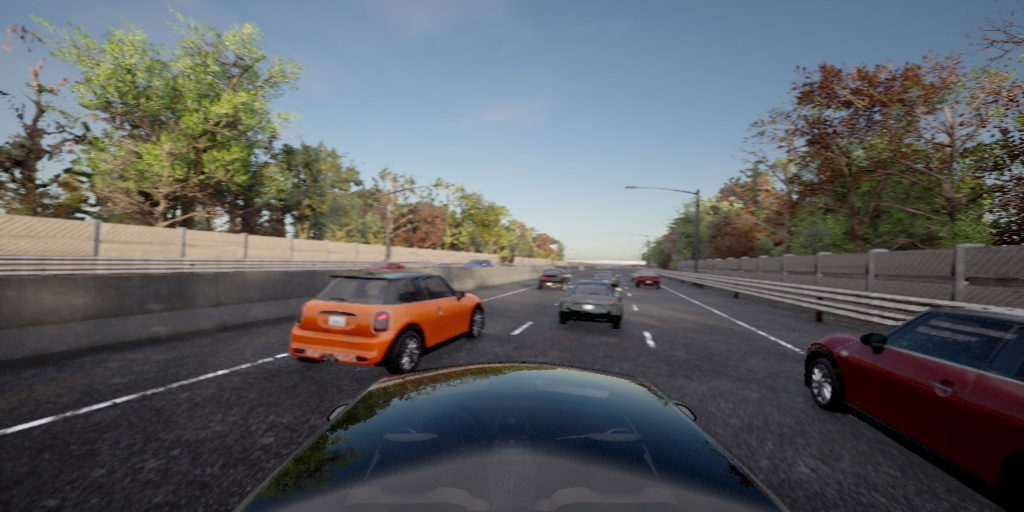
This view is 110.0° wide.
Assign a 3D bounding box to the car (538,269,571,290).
[{"bbox_3d":[3.198,1.698,26.469,1.837,1.490,4.892,2,-1,16],"label":"car"}]

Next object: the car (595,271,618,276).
[{"bbox_3d":[7.843,1.966,29.953,1.994,1.385,4.181,2,-1,16],"label":"car"}]

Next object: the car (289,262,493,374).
[{"bbox_3d":[-2.205,1.106,7.758,2.097,1.767,4.553,2,-1,16],"label":"car"}]

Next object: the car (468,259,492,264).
[{"bbox_3d":[-3.855,1.360,40.564,2.150,2.045,5.566,2,-1,16],"label":"car"}]

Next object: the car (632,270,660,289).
[{"bbox_3d":[12.171,2.064,32.402,1.882,1.535,5.008,2,-1,17],"label":"car"}]

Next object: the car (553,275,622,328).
[{"bbox_3d":[2.883,1.563,12.785,1.994,1.385,4.181,2,-1,16],"label":"car"}]

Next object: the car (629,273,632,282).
[{"bbox_3d":[15.080,2.379,42.696,2.033,1.411,5.357,2,-1,17],"label":"car"}]

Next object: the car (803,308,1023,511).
[{"bbox_3d":[5.016,1.300,3.495,2.097,1.767,4.553,2,-1,16],"label":"car"}]

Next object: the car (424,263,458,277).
[{"bbox_3d":[-7.779,1.553,39.622,1.994,1.385,4.181,2,-1,16],"label":"car"}]
